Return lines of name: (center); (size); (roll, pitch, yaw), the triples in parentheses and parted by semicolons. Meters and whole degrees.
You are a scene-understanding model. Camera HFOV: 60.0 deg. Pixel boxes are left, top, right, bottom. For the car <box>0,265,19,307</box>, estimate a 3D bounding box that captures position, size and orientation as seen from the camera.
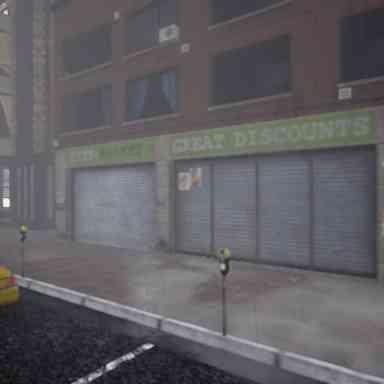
car: (-5.351, 1.532, 6.693); (4.829, 1.417, 1.752); (0, 0, 35)
